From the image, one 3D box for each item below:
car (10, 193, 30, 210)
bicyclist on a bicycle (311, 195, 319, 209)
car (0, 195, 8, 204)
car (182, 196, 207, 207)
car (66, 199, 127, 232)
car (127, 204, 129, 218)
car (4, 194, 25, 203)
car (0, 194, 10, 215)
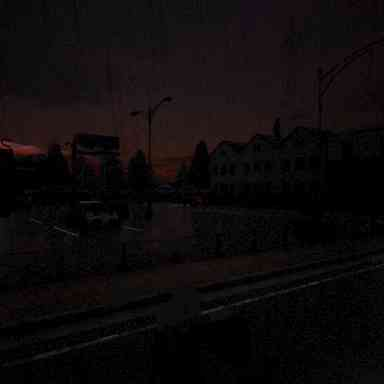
[{"bbox_3d":[-19.870,1.092,38.130,1.905,1.878,3.866,0,0,-36],"label":"car"},{"bbox_3d":[13.626,1.124,36.816,1.656,1.620,0.582,0,0,-35],"label":"bicyclist on a bicycle"},{"bbox_3d":[-39.242,1.495,66.078,4.611,1.667,2.242,0,0,-36],"label":"car"},{"bbox_3d":[0.407,1.349,48.836,1.812,1.442,4.674,0,0,-36],"label":"car"},{"bbox_3d":[-5.347,1.248,17.869,1.970,1.475,3.806,0,0,-36],"label":"car"},{"bbox_3d":[-6.480,1.313,25.732,2.007,1.523,4.514,0,0,-36],"label":"car"},{"bbox_3d":[-39.017,1.328,73.206,3.866,1.878,1.905,0,0,-36],"label":"car"},{"bbox_3d":[-17.955,1.113,29.821,1.932,1.855,4.605,0,0,-36],"label":"car"}]
